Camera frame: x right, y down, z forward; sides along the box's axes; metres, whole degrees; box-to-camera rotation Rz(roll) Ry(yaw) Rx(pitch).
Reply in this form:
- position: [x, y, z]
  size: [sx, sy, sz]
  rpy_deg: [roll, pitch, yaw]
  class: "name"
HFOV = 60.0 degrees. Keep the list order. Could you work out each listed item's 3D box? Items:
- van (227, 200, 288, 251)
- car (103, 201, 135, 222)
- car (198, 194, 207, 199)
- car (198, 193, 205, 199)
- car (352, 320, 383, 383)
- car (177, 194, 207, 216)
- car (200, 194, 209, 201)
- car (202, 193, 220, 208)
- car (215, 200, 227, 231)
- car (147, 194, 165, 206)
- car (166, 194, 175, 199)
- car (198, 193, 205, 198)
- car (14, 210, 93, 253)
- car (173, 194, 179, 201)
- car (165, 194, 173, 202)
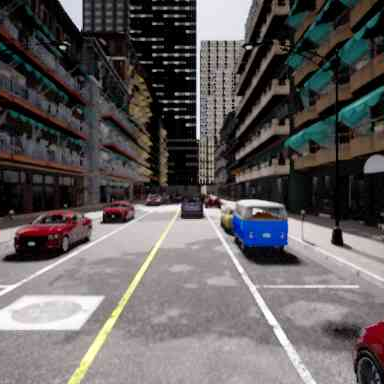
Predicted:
- position: [2.569, 1.249, 13.281]
  size: [1.690, 1.788, 3.998]
  rpy_deg: [0, 0, 0]
  class: "van"
- position: [-5.315, 1.377, 24.651]
  size: [1.887, 1.381, 4.507]
  rpy_deg: [0, 0, 0]
  class: "car"
- position: [2.550, 1.080, 81.558]
  size: [1.947, 1.339, 4.313]
  rpy_deg: [0, 0, 0]
  class: "car"
- position: [2.548, 1.013, 87.418]
  size: [1.752, 1.417, 4.829]
  rpy_deg: [0, 0, 0]
  class: "car"
- position: [2.570, 1.568, 1.903]
  size: [1.802, 1.307, 4.206]
  rpy_deg: [0, 0, 0]
  class: "car"
- position: [0.022, 1.269, 29.503]
  size: [2.033, 1.649, 4.856]
  rpy_deg: [0, 0, 1]
  class: "car"
- position: [2.553, 1.150, 70.178]
  size: [1.802, 1.307, 4.206]
  rpy_deg: [0, 0, 0]
  class: "car"
- position: [2.561, 1.165, 41.729]
  size: [1.967, 1.590, 4.097]
  rpy_deg: [0, 0, 0]
  class: "car"
- position: [2.566, 1.394, 19.142]
  size: [1.752, 1.417, 4.829]
  rpy_deg: [0, 0, 0]
  class: "car"
- position: [-5.321, 1.132, 47.409]
  size: [1.967, 1.590, 4.097]
  rpy_deg: [0, 0, 0]
  class: "car"
- position: [-5.331, 1.080, 81.549]
  size: [1.947, 1.339, 4.313]
  rpy_deg: [0, 0, 0]
  class: "car"
- position: [2.547, 1.010, 92.936]
  size: [1.887, 1.381, 4.507]
  rpy_deg: [0, 0, 0]
  class: "car"
- position: [-5.313, 1.453, 13.272]
  size: [1.887, 1.381, 4.507]
  rpy_deg: [0, 0, 0]
  class: "car"
- position: [-2.767, 1.095, 69.381]
  size: [1.812, 1.442, 4.674]
  rpy_deg: [0, 0, 0]
  class: "car"
- position: [-5.325, 1.039, 64.479]
  size: [1.967, 1.590, 4.097]
  rpy_deg: [0, 0, 0]
  class: "car"
